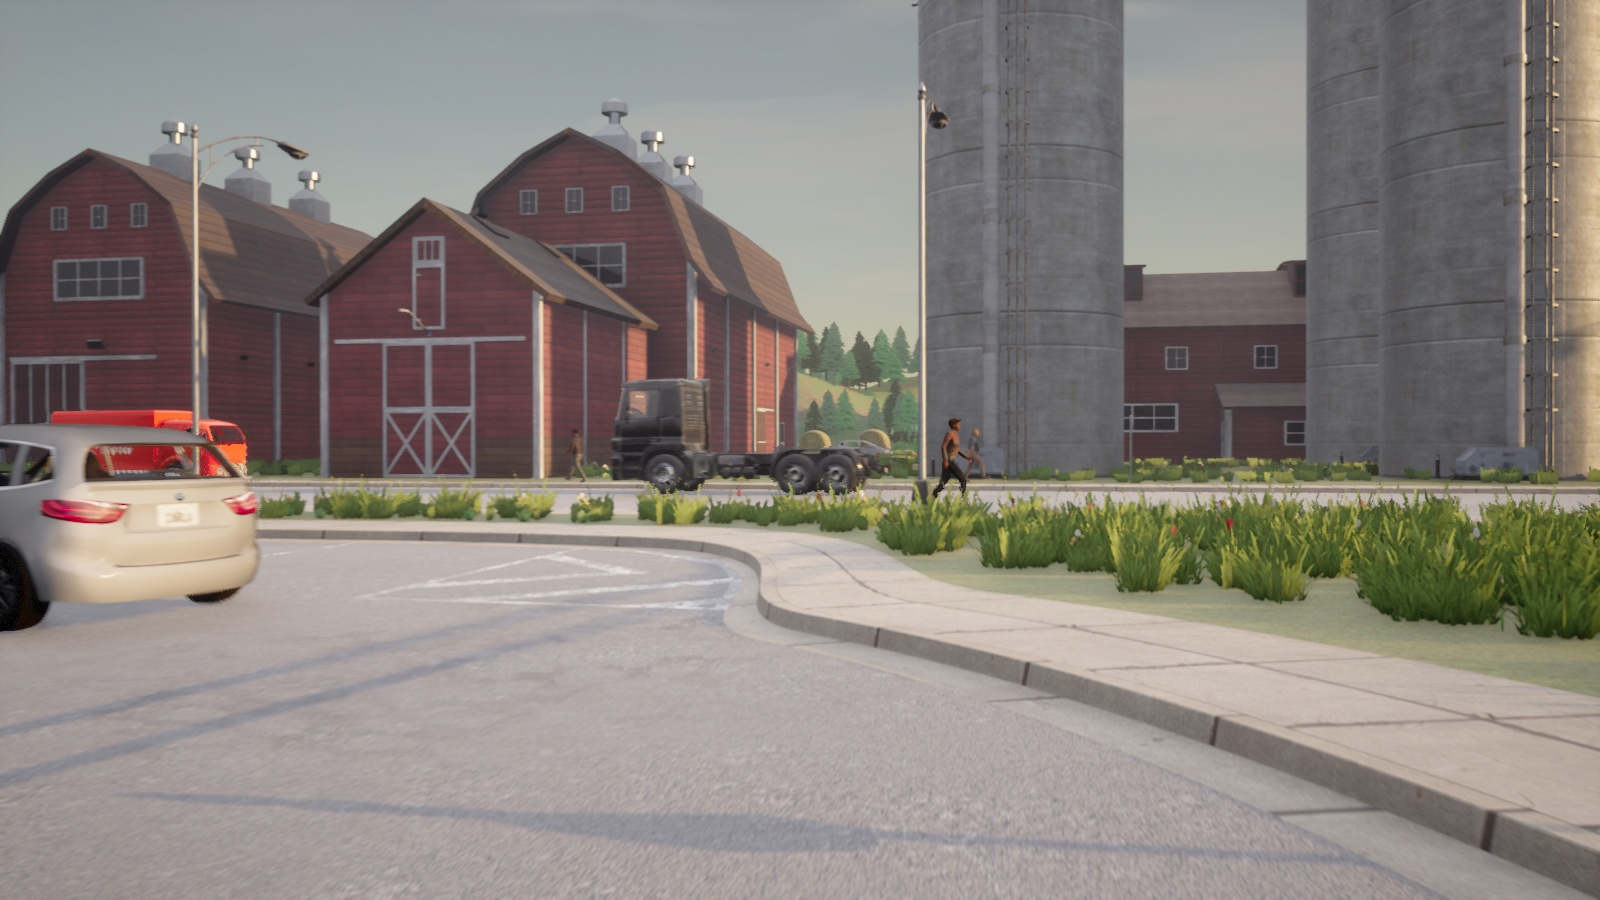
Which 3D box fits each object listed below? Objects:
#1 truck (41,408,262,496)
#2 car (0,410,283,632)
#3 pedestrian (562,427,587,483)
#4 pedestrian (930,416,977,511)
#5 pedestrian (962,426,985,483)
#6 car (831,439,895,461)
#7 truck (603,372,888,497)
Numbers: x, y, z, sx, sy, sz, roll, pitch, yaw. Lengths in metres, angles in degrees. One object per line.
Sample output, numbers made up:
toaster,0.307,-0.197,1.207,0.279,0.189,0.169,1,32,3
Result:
truck,-18.866,0.045,36.659,5.204,2.467,2.627,0,0,11
car,-7.295,0.524,11.393,4.611,1.667,2.242,0,0,24
pedestrian,-7.523,0.156,41.902,0.703,1.840,0.431,0,0,23
pedestrian,2.943,0.261,24.015,0.869,1.805,0.328,0,0,10
pedestrian,5.691,0.153,41.301,0.694,1.848,0.540,0,0,2
car,4.843,-0.009,96.215,4.611,1.667,2.242,0,0,11
truck,-1.518,-0.452,36.951,7.936,3.462,2.891,0,0,11
